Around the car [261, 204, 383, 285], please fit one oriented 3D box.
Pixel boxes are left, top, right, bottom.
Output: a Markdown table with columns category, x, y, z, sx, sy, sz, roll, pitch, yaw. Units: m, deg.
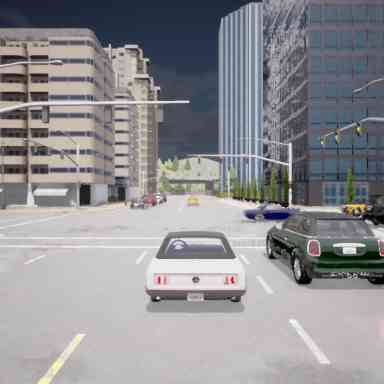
| category | x | y | z | sx | sy | sz | roll | pitch | yaw |
| --- | --- | --- | --- | --- | --- | --- | --- | --- | --- |
| car | 3.593 | 1.352 | 9.691 | 2.097 | 1.767 | 4.553 | 0 | 0 | 0 |

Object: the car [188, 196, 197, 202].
| category | x | y | z | sx | sy | sz | roll | pitch | yaw |
| --- | --- | --- | --- | --- | --- | --- | --- | --- | --- |
| car | 0.093 | 1.540 | 76.514 | 2.033 | 1.411 | 5.357 | 0 | 0 | 0 |

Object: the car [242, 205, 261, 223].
| category | x | y | z | sx | sy | sz | roll | pitch | yaw |
| --- | --- | --- | --- | --- | --- | --- | --- | --- | --- |
| car | 6.134 | 1.549 | 24.434 | 4.718 | 1.301 | 1.895 | 0 | 0 | 0 |

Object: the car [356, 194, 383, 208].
| category | x | y | z | sx | sy | sz | roll | pitch | yaw |
| --- | --- | --- | --- | --- | --- | --- | --- | --- | --- |
| car | 13.787 | 1.166 | 20.884 | 5.566 | 2.045 | 2.150 | 0 | 0 | 0 |

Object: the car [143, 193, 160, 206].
| category | x | y | z | sx | sy | sz | roll | pitch | yaw |
| --- | --- | --- | --- | --- | --- | --- | --- | --- | --- |
| car | -7.025 | 1.222 | 54.209 | 2.150 | 2.045 | 5.566 | 0 | 0 | 0 |

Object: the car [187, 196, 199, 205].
| category | x | y | z | sx | sy | sz | roll | pitch | yaw |
| --- | --- | --- | --- | --- | --- | --- | --- | --- | --- |
| car | 0.168 | 1.477 | 58.003 | 1.882 | 1.535 | 5.008 | 0 | 0 | 0 |

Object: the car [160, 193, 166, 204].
| category | x | y | z | sx | sy | sz | roll | pitch | yaw |
| --- | --- | --- | --- | --- | --- | --- | --- | --- | --- |
| car | -6.961 | 1.221 | 64.685 | 2.150 | 2.045 | 5.566 | 0 | 0 | 2 |

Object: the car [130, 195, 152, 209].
| category | x | y | z | sx | sy | sz | roll | pitch | yaw |
| --- | --- | --- | --- | --- | --- | --- | --- | --- | --- |
| car | -7.044 | 1.491 | 44.637 | 2.128 | 1.511 | 4.902 | 0 | 0 | 0 |

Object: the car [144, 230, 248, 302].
| category | x | y | z | sx | sy | sz | roll | pitch | yaw |
| --- | --- | --- | --- | --- | --- | --- | --- | --- | --- |
| car | 0.085 | 1.601 | 8.201 | 1.895 | 1.301 | 4.718 | 0 | 0 | 0 |
